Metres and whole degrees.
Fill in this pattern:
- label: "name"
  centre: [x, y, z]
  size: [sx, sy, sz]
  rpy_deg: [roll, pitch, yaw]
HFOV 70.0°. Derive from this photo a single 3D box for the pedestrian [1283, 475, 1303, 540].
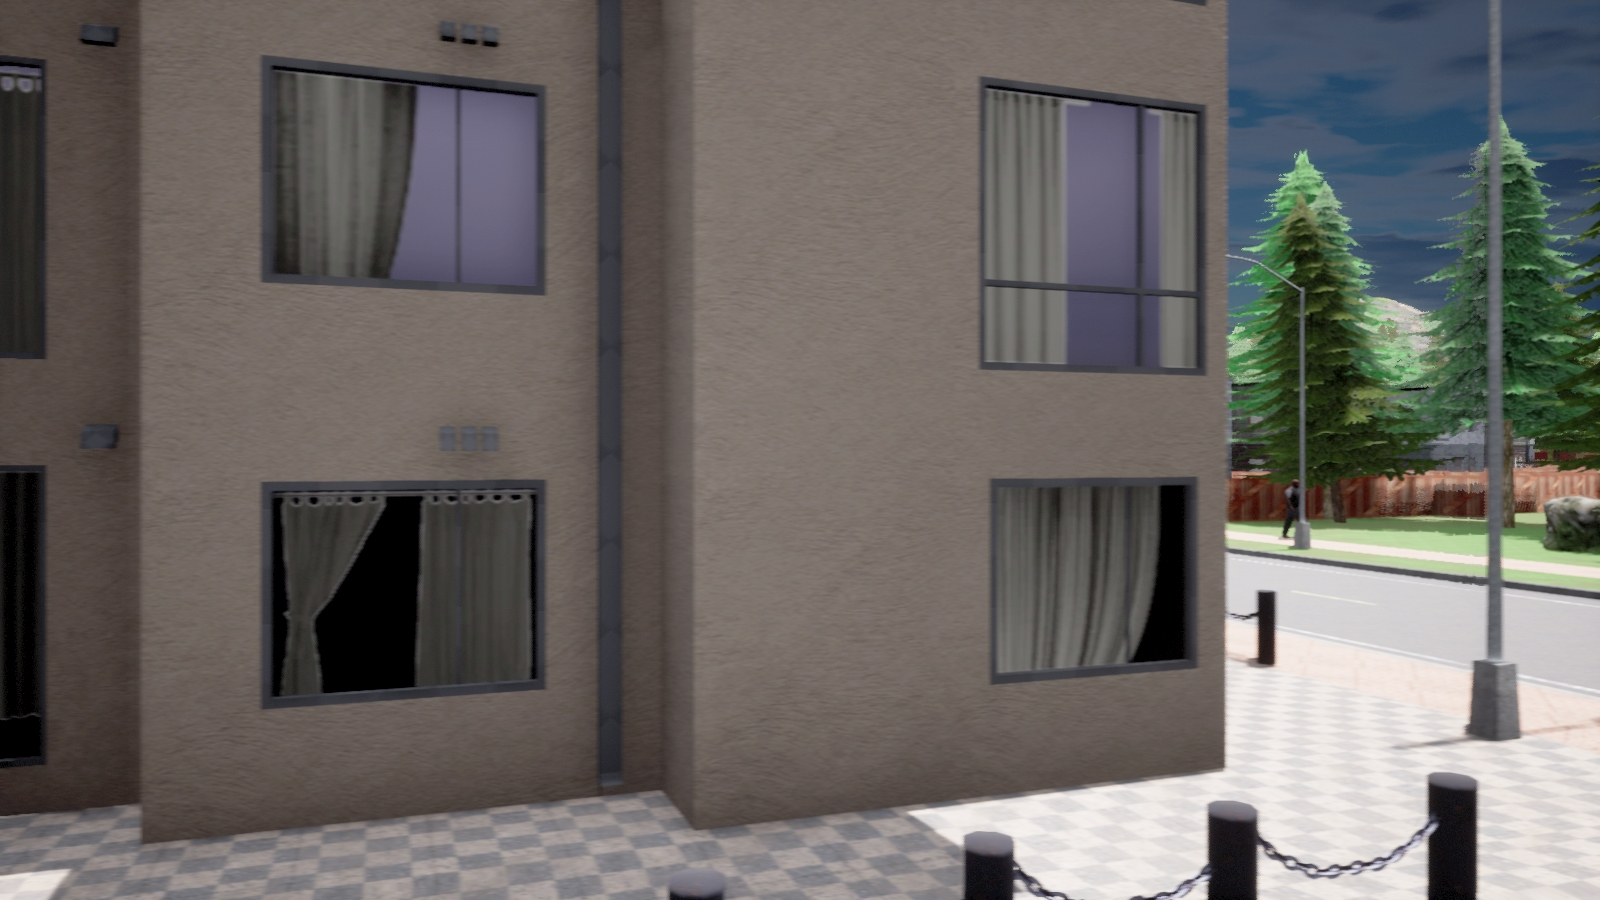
- label: "pedestrian"
  centre: [14.448, 1.676, 33.481]
  size: [0.375, 1.860, 0.375]
  rpy_deg: [0, 0, -20]
